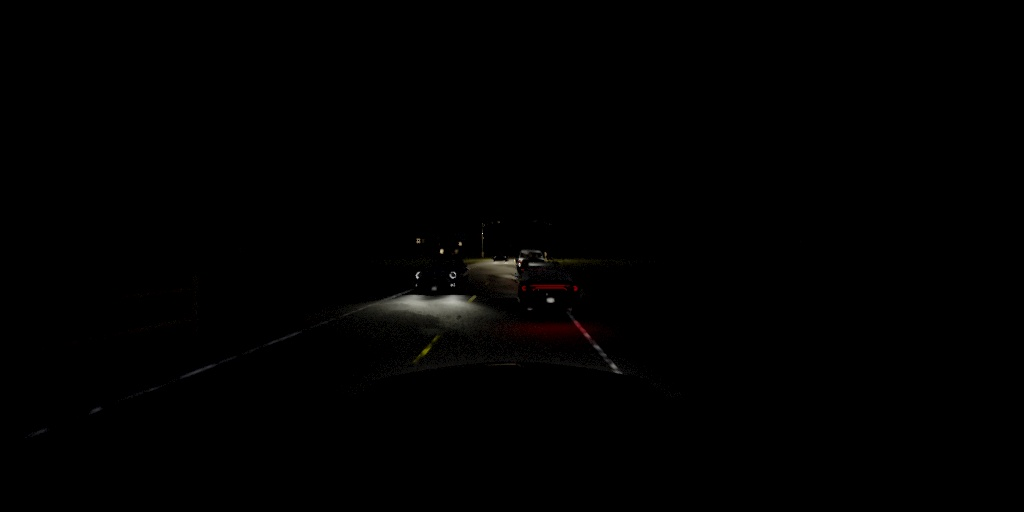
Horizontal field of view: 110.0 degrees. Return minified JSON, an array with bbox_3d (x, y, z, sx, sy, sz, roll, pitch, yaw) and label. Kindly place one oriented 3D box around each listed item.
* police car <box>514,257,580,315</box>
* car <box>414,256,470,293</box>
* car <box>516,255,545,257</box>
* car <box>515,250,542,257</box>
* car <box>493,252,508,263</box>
[{"bbox_3d":[1.120,0.993,12.696,1.930,1.638,5.238,0,1,1],"label":"police car"},{"bbox_3d":[-3.418,0.825,18.166,2.097,1.767,4.553,0,1,1],"label":"car"},{"bbox_3d":[1.295,0.906,22.555,1.837,1.490,4.892,0,1,1],"label":"car"},{"bbox_3d":[1.453,0.522,28.559,2.150,2.045,5.566,0,1,2],"label":"car"},{"bbox_3d":[-1.803,0.124,58.209,2.097,1.767,4.553,0,1,4],"label":"car"}]
